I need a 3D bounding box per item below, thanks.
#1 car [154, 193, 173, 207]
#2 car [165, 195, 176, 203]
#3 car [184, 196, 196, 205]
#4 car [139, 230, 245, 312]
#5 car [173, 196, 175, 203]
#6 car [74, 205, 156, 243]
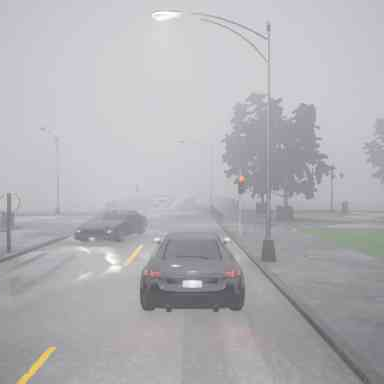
[{"bbox_3d":[-4.495,1.221,50.995,2.150,2.045,5.566,0,0,-1],"label":"car"},{"bbox_3d":[-4.554,1.525,71.489,2.128,1.511,4.902,0,0,0],"label":"car"},{"bbox_3d":[-0.367,1.477,60.421,1.882,1.535,5.008,0,0,0],"label":"car"},{"bbox_3d":[0.004,1.564,7.779,1.994,1.385,4.181,0,0,0],"label":"car"},{"bbox_3d":[-4.537,1.547,61.247,2.033,1.411,5.357,0,0,0],"label":"car"},{"bbox_3d":[-3.667,1.548,16.362,2.033,1.411,5.357,0,0,10],"label":"car"}]
